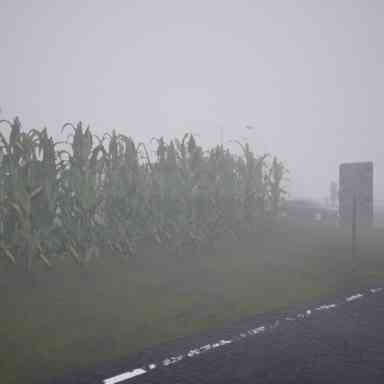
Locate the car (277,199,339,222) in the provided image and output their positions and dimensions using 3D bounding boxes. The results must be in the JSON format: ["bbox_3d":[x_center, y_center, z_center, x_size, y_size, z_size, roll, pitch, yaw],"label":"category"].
[{"bbox_3d":[8.642,1.310,24.814,1.837,1.490,4.892,1,0,-36],"label":"car"}]

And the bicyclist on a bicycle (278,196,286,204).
[{"bbox_3d":[9.327,1.246,34.080,1.656,1.620,0.582,-1,1,-36],"label":"bicyclist on a bicycle"}]
